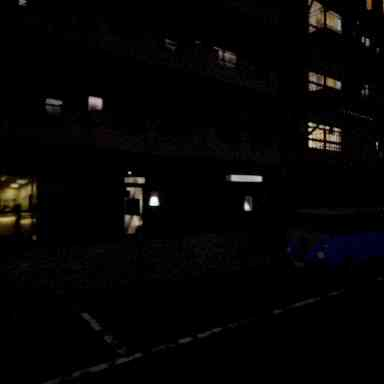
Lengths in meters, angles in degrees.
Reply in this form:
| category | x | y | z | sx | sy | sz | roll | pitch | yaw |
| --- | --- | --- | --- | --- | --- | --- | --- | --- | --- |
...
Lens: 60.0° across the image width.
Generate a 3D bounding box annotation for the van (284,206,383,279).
| category | x | y | z | sx | sy | sz | roll | pitch | yaw |
| --- | --- | --- | --- | --- | --- | --- | --- | --- | --- |
| van | 4.447 | 1.324 | 9.722 | 3.998 | 1.788 | 1.690 | 0 | 0 | -35 |
